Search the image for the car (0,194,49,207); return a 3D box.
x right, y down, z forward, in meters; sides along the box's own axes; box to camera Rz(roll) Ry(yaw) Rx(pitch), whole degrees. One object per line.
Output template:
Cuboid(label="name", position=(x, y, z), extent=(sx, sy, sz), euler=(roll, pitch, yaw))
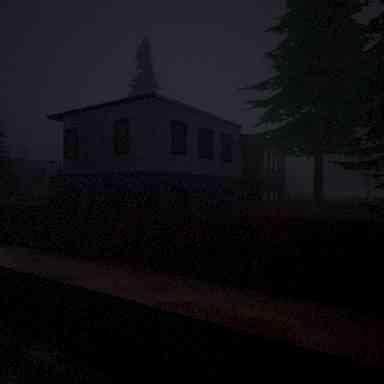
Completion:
Cuboid(label="car", position=(-14.753, 1.202, 29.594), extent=(2.150, 2.045, 5.566), euler=(0, 0, 27))
